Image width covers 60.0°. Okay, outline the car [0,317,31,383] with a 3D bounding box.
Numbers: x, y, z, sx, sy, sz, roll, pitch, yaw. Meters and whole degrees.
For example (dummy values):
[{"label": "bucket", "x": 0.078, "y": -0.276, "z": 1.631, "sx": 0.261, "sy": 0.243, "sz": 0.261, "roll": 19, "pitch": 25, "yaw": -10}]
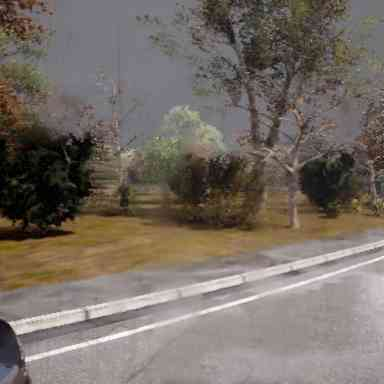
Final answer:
[{"label": "car", "x": -3.281, "y": 1.559, "z": 2.000, "sx": 4.181, "sy": 1.385, "sz": 1.994, "roll": 0, "pitch": 0, "yaw": -33}]
